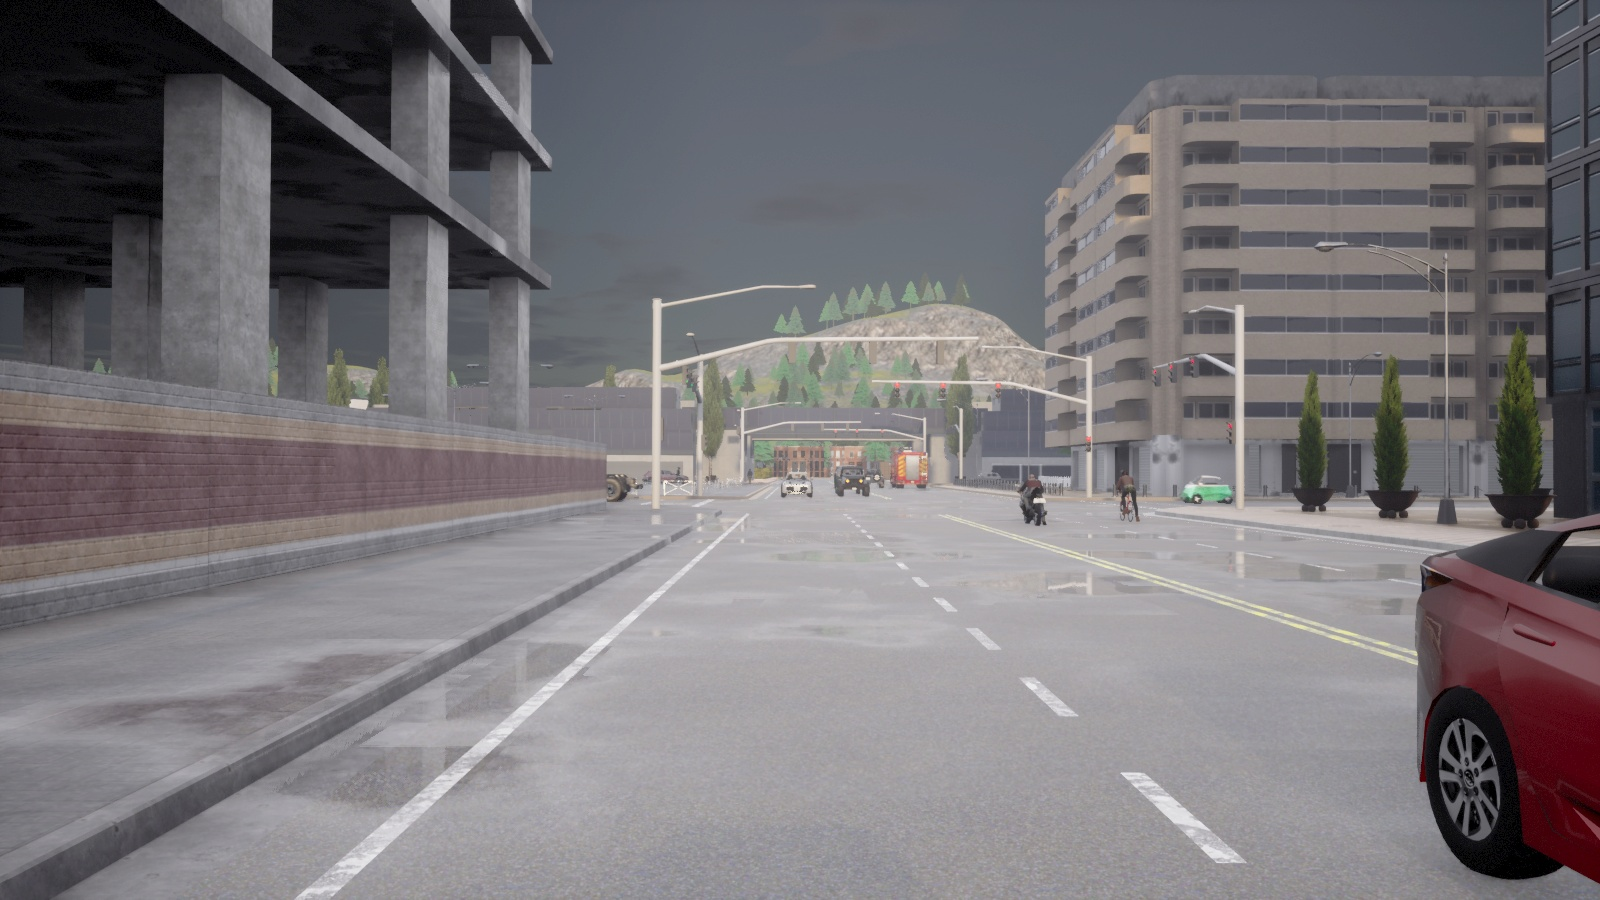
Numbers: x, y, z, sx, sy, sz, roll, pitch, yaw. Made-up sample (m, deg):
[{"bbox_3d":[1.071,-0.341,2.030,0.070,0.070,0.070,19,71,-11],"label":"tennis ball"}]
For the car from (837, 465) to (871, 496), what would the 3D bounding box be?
[{"bbox_3d":[3.317,1.907,78.188,1.905,1.878,3.866,0,-1,0],"label":"car"}]

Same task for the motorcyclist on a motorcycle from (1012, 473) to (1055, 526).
[{"bbox_3d":[6.914,1.446,37.268,0.866,1.530,2.191,0,-1,0],"label":"motorcyclist on a motorcycle"}]

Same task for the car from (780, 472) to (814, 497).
[{"bbox_3d":[-0.174,2.047,75.606,1.970,1.475,3.806,0,-1,0],"label":"car"}]

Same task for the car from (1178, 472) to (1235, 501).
[{"bbox_3d":[19.401,1.741,60.008,2.207,1.376,1.481,0,-1,-1],"label":"car"}]

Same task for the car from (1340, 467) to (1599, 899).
[{"bbox_3d":[3.492,0.806,3.505,2.007,1.525,4.514,0,-1,0],"label":"car"}]

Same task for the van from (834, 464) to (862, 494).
[{"bbox_3d":[3.299,2.005,86.597,1.775,1.987,4.442,0,-1,0],"label":"van"}]

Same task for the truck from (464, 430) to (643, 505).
[{"bbox_3d":[-11.571,0.821,59.547,7.936,3.462,2.891,0,-1,0],"label":"truck"}]
